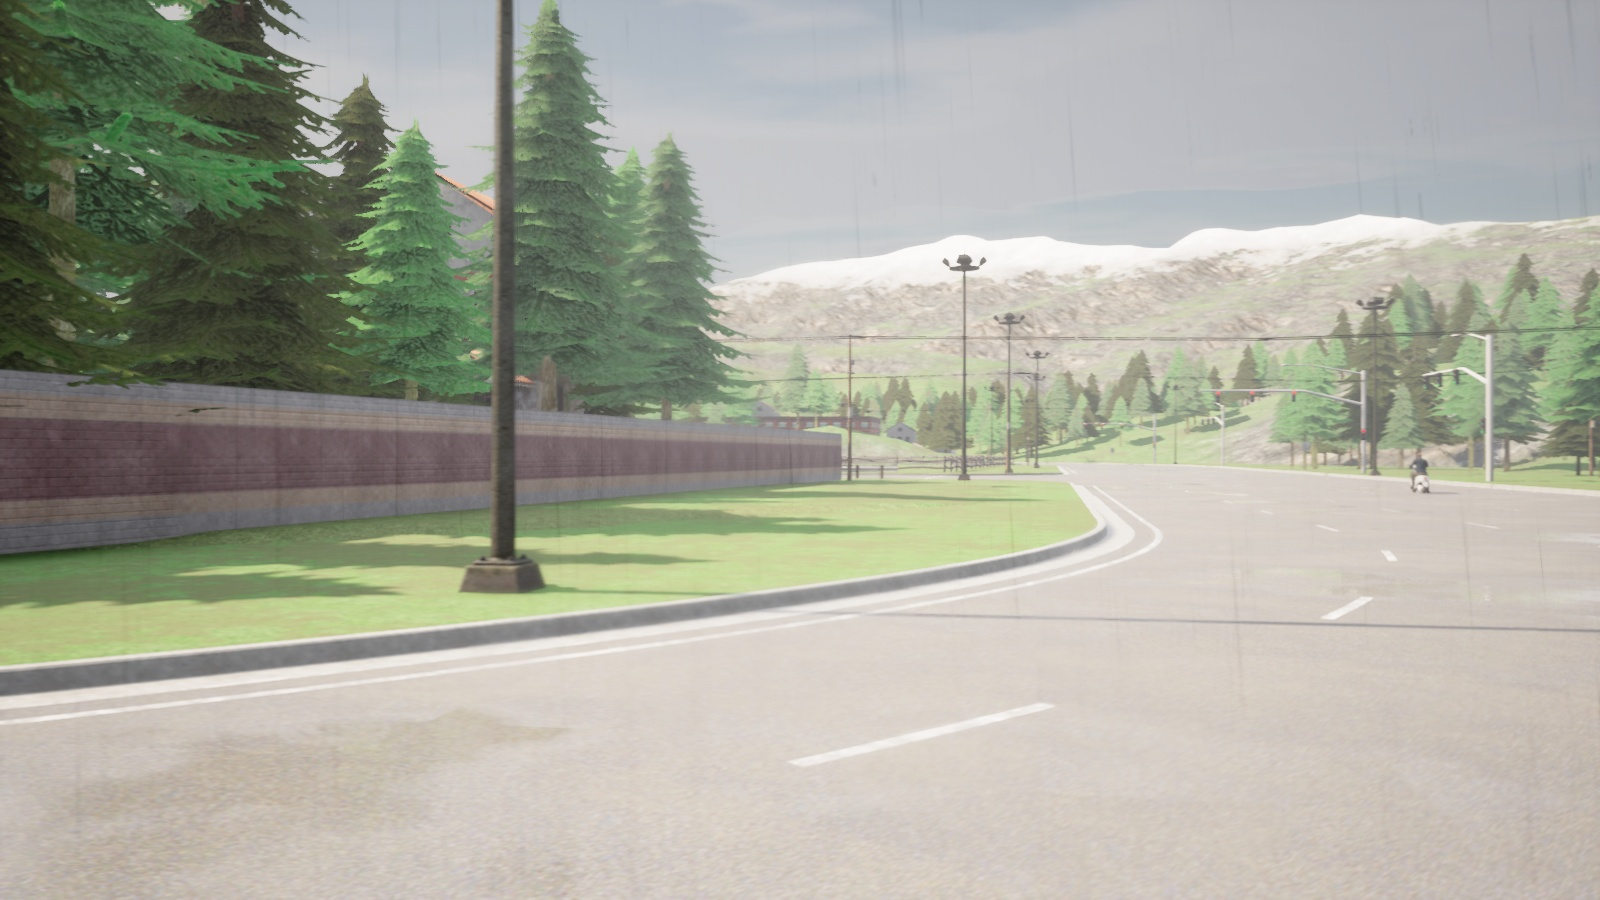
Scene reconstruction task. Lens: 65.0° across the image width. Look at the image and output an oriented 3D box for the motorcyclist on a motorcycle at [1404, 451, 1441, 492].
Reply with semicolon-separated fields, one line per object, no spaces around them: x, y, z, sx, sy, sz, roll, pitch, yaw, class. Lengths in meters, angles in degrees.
24.518;0.834;49.518;0.866;1.590;1.817;0;0;11;motorcyclist on a motorcycle
